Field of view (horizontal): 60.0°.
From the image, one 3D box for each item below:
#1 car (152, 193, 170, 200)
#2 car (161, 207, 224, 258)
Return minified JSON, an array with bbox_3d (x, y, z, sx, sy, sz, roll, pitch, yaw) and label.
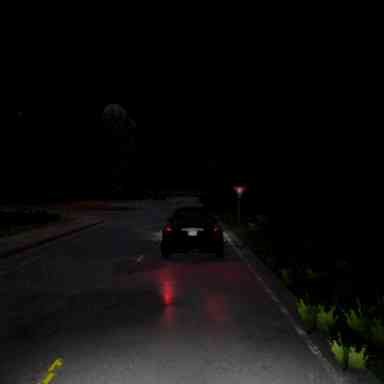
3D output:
[{"bbox_3d":[-9.121,1.517,94.363,4.181,1.381,1.994,0,0,-1],"label":"car"},{"bbox_3d":[0.037,1.347,12.867,2.097,1.767,4.553,0,0,0],"label":"car"}]
